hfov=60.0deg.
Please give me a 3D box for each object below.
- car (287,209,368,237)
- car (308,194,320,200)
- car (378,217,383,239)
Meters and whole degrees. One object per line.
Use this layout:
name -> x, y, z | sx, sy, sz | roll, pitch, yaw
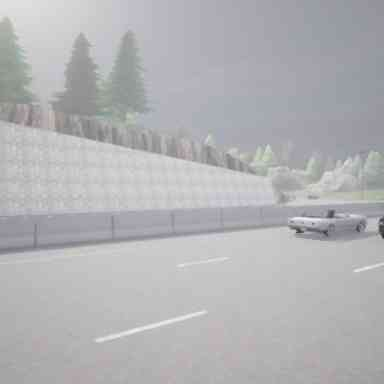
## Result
car -> 7.250, 1.535, 17.516 | 4.718, 1.301, 1.895 | 0, 0, -35
car -> 30.034, 1.181, 82.056 | 1.882, 1.535, 5.008 | 0, 0, 7
car -> 10.628, 1.432, 15.627 | 4.892, 1.490, 1.837 | 0, 0, -35
